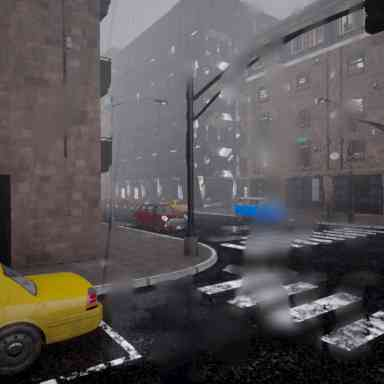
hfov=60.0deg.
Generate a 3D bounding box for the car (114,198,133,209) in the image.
[{"bbox_3d":[-8.415,1.463,43.234,1.887,1.381,4.507,-1,0,-36],"label":"car"}]

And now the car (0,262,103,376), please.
[{"bbox_3d":[-3.591,1.525,4.003,4.829,1.417,1.752,0,0,-36],"label":"car"}]

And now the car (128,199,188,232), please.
[{"bbox_3d":[-1.892,1.441,20.003,1.967,1.590,4.097,0,0,-36],"label":"car"}]

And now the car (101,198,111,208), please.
[{"bbox_3d":[-11.743,1.463,47.814,1.887,1.381,4.507,-1,0,-36],"label":"car"}]

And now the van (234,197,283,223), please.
[{"bbox_3d":[4.898,1.280,24.914,1.690,1.788,3.998,0,0,-36],"label":"van"}]
